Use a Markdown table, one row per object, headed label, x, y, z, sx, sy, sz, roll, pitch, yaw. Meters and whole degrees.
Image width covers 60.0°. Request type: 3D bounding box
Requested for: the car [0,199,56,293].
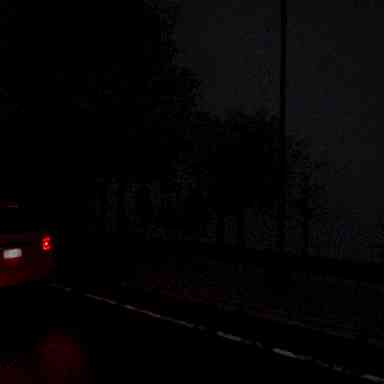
| label | x | y | z | sx | sy | sz | roll | pitch | yaw |
| --- | --- | --- | --- | --- | --- | --- | --- | --- | --- |
| car | -5.387 | 1.181 | 7.522 | 5.566 | 2.045 | 2.150 | 0 | 0 | 36 |
